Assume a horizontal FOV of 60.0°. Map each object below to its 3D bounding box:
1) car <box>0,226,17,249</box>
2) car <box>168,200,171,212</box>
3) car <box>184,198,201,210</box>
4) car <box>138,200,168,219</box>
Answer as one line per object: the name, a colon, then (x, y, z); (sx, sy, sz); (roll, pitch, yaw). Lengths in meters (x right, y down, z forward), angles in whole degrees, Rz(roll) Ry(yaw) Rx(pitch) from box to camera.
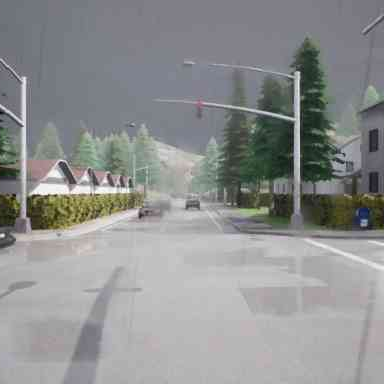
car: (-9.231, 1.452, 11.815); (5.357, 1.411, 2.033); (3, 0, 0)
car: (-3.501, 1.612, 39.331); (1.895, 1.301, 4.718); (0, 0, 0)
car: (0.100, 1.517, 43.303); (1.837, 1.490, 4.892); (0, 0, 0)
car: (-3.501, 1.573, 29.336); (1.994, 1.385, 4.181); (0, 0, 0)
